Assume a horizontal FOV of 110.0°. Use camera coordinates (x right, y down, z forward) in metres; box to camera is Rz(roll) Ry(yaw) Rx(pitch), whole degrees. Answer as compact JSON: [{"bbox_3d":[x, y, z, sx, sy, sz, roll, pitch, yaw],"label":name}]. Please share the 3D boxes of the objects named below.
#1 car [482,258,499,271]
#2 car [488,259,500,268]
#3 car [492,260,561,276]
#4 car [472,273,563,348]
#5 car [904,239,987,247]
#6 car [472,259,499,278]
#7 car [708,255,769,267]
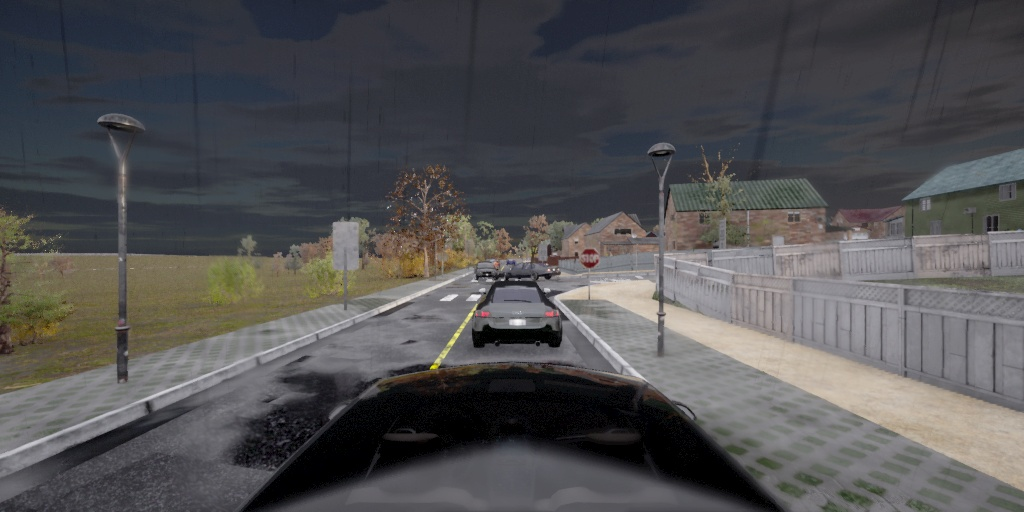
[{"bbox_3d":[-2.986,1.121,51.001,2.097,1.767,4.553,0,0,0],"label":"car"},{"bbox_3d":[-2.999,1.256,61.038,1.882,1.535,5.008,0,0,0],"label":"car"},{"bbox_3d":[1.262,1.198,28.284,5.357,1.411,2.033,-4,-3,43],"label":"car"},{"bbox_3d":[0.081,1.313,9.266,1.994,1.385,4.181,0,0,-1],"label":"car"},{"bbox_3d":[23.836,-0.208,20.303,4.902,1.511,2.128,-3,0,14],"label":"car"},{"bbox_3d":[-2.333,1.258,31.185,1.837,1.490,4.892,0,0,-8],"label":"car"},{"bbox_3d":[14.329,0.413,22.698,4.181,1.385,1.994,-3,0,16],"label":"car"}]
